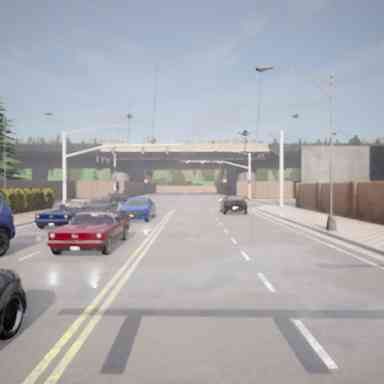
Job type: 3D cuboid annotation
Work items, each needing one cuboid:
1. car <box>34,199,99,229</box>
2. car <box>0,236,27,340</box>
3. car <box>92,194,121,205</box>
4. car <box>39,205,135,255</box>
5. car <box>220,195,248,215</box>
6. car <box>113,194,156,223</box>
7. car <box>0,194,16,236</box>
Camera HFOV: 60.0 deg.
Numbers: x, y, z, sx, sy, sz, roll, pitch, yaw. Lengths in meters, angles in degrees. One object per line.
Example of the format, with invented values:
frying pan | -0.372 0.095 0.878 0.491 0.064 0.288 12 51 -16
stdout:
car | -7.105 1.293 19.012 1.895 1.301 4.718 0 1 0
car | -3.597 1.506 3.554 1.994 1.385 4.181 0 1 0
car | -7.047 1.141 25.876 1.837 1.490 4.892 0 1 0
car | -3.610 1.398 12.456 1.895 1.301 4.718 0 1 0
car | 3.448 1.014 28.097 1.882 1.535 5.008 0 1 0
car | -3.591 1.112 22.425 1.882 1.535 5.008 0 1 1
car | -7.107 1.075 9.108 2.150 2.045 5.566 0 1 0
